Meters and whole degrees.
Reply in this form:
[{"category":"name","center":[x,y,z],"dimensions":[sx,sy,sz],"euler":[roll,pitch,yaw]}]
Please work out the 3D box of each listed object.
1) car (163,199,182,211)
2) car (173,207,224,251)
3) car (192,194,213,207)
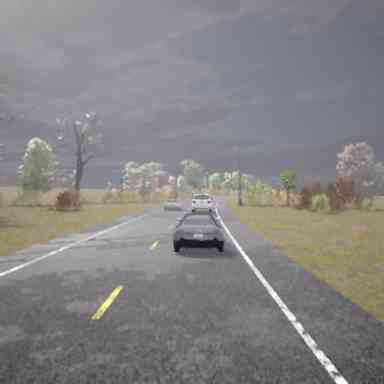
[{"category":"car","center":[-2.340,1.595,41.016],"dimensions":[1.895,1.301,4.718],"euler":[0,0,4]},{"category":"car","center":[0.282,1.566,14.174],"dimensions":[1.994,1.385,4.181],"euler":[0,0,1]},{"category":"car","center":[1.150,1.216,37.351],"dimensions":[2.150,2.045,5.566],"euler":[0,0,3]}]
